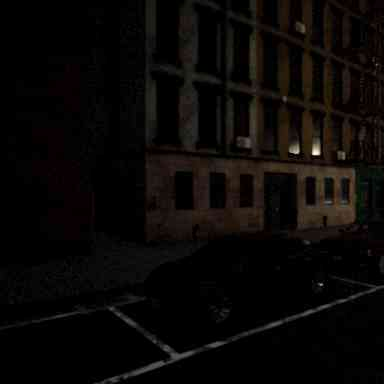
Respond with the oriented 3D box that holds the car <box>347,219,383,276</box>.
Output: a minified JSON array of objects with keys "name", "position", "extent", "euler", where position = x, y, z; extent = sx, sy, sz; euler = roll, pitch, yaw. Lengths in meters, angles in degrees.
[{"name":"car","position":[5.779,1.533,10.325],"extent":[4.507,1.381,1.887],"euler":[0,0,-36]}]

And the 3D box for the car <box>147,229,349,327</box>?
[{"name":"car","position":[1.160,1.561,7.022],"extent":[4.313,1.339,1.947],"euler":[0,0,-36]}]
